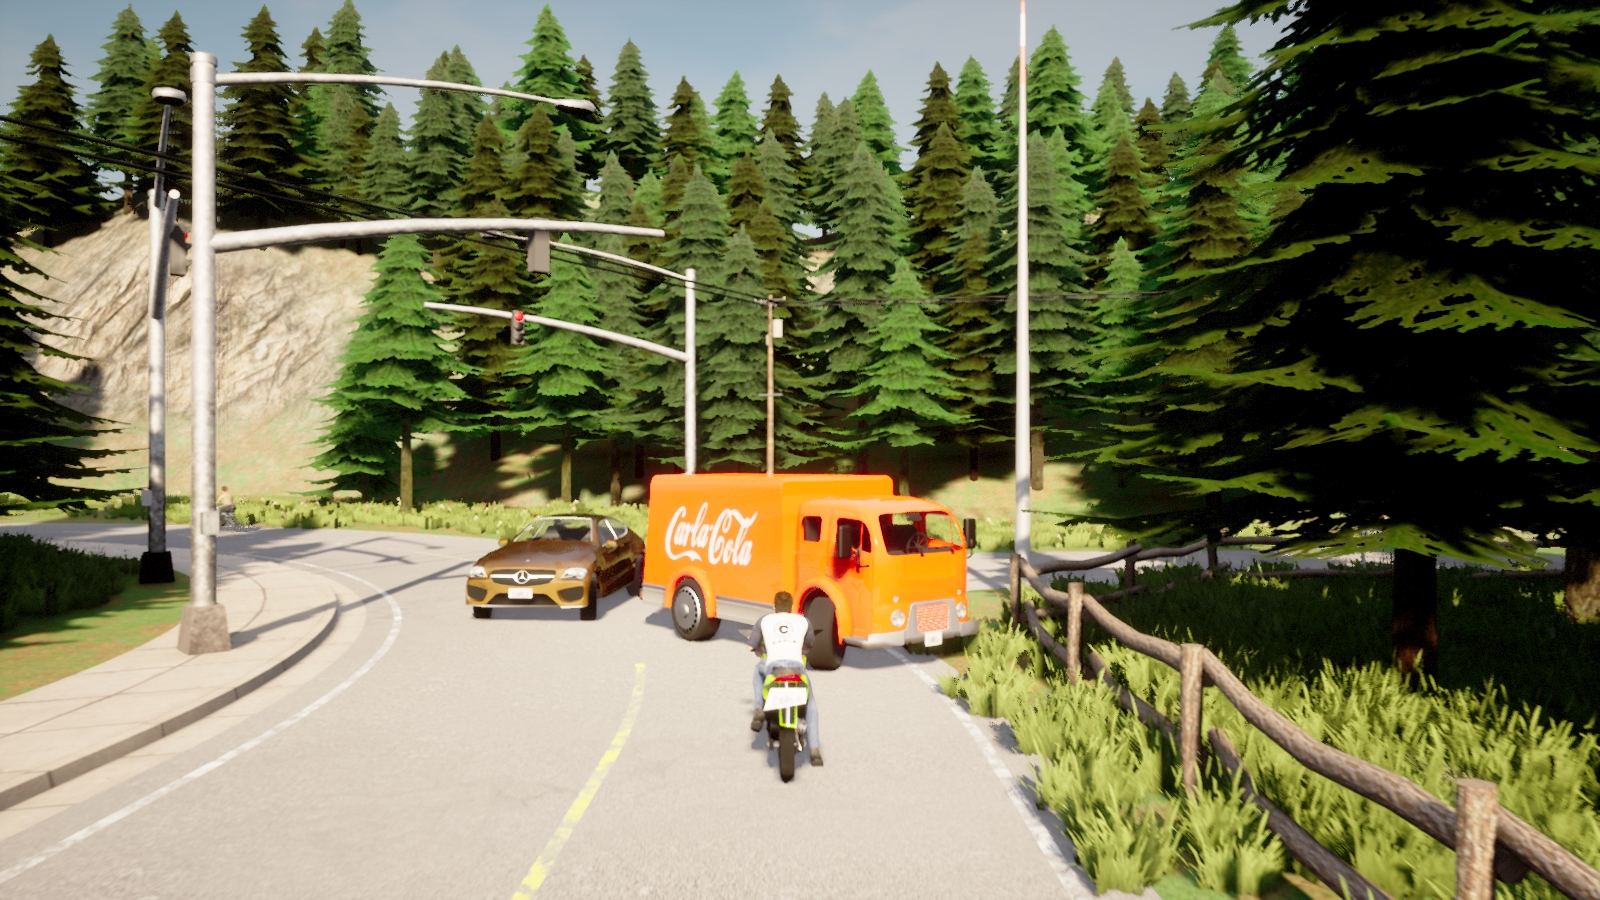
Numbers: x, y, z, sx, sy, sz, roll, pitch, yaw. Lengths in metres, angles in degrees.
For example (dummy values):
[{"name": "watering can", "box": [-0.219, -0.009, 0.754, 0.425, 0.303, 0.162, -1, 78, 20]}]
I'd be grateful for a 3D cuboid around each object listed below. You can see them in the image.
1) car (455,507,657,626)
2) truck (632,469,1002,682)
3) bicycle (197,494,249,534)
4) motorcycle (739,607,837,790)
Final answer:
[{"name": "car", "box": [-4.233, 1.983, 20.806, 2.152, 1.651, 5.027, 0, 0, 6]}, {"name": "truck", "box": [0.055, 1.552, 16.585, 2.627, 2.467, 5.204, 0, 0, -39]}, {"name": "bicycle", "box": [-19.652, 2.155, 38.913, 1.487, 1.276, 0.859, 0, 0, 24]}, {"name": "motorcycle", "box": [-0.151, 2.166, 10.339, 0.803, 1.199, 2.033, 0, 0, -3]}]
